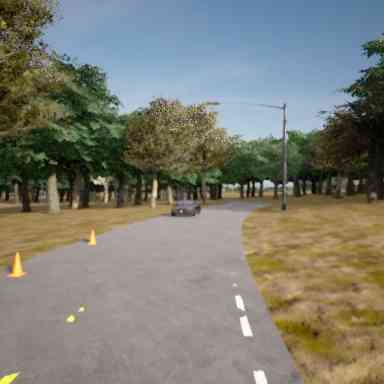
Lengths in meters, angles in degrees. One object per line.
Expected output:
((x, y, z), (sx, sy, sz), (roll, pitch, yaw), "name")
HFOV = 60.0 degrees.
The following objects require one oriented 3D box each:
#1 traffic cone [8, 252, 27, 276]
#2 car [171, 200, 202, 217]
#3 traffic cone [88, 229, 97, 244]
((-4.618, 1.896, 8.807), (0.340, 0.580, 0.340), (0, 0, 4), "traffic cone")
((-0.423, 1.359, 28.665), (1.994, 1.385, 4.181), (0, 0, 13), "car")
((-4.148, 1.860, 13.887), (0.340, 0.580, 0.340), (0, 0, 6), "traffic cone")
